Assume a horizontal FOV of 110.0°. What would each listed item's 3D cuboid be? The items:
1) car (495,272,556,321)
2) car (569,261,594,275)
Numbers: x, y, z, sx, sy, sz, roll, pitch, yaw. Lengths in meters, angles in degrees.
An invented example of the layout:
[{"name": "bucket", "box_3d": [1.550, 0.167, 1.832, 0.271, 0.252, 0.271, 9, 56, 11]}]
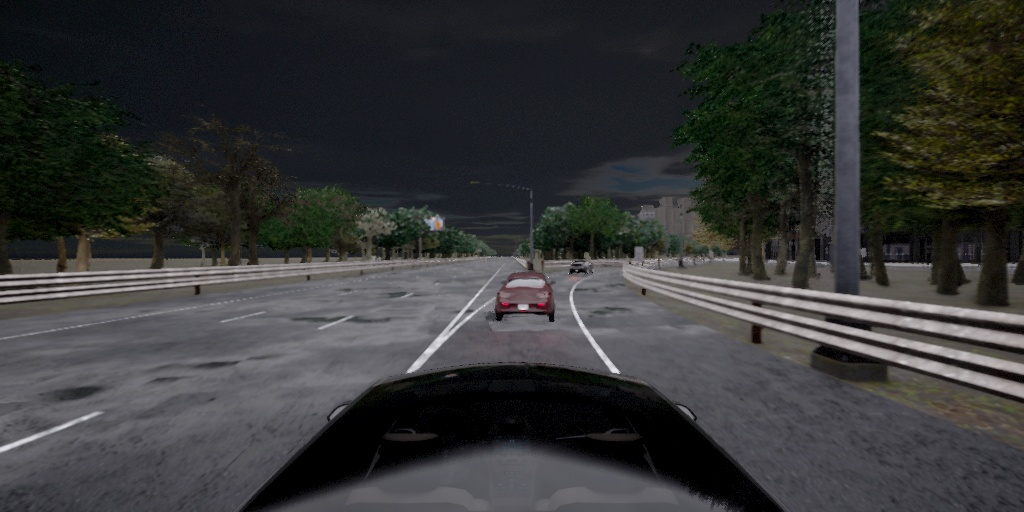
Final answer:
[{"name": "car", "box_3d": [0.543, 1.273, 12.411, 1.812, 1.442, 4.674, 0, 0, 6]}, {"name": "car", "box_3d": [7.542, 1.255, 38.569, 1.837, 1.490, 4.892, -1, -1, 24]}]
